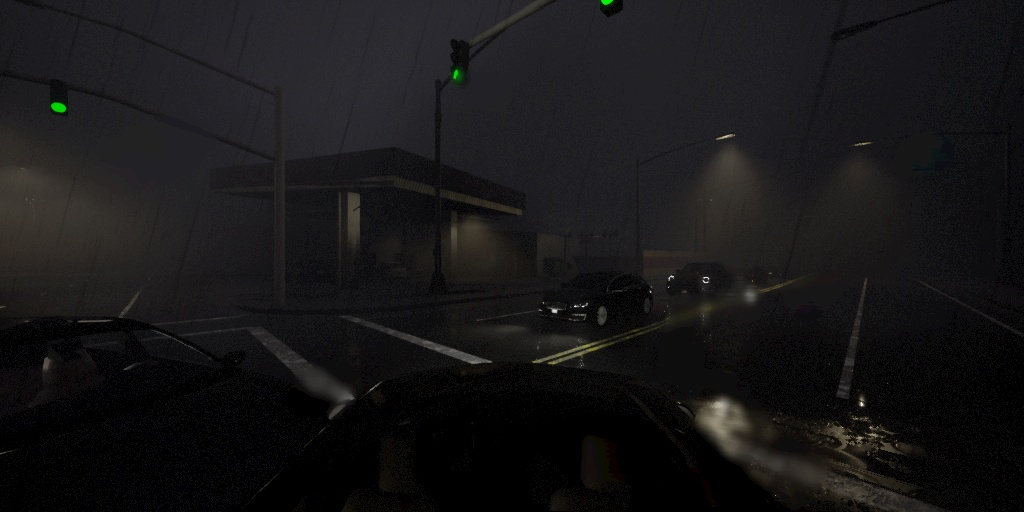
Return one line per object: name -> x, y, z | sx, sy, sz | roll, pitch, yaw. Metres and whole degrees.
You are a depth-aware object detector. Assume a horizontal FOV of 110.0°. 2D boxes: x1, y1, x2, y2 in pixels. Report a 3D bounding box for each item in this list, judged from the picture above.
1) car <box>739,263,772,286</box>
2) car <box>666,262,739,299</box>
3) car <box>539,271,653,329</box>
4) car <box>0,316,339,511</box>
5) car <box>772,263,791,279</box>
car -> 16.616, 1.314, 25.303 | 1.994, 1.385, 4.181 | 0, 0, 44
car -> 9.698, 1.102, 18.384 | 4.553, 1.767, 2.097 | 0, 0, -45
car -> 2.867, 1.255, 11.530 | 1.837, 1.490, 4.892 | 0, 0, 45
car -> -3.424, 1.242, 2.505 | 4.902, 1.511, 2.128 | 0, 0, 15
car -> 23.741, 1.314, 32.365 | 4.181, 1.385, 1.994 | 0, 0, -45
